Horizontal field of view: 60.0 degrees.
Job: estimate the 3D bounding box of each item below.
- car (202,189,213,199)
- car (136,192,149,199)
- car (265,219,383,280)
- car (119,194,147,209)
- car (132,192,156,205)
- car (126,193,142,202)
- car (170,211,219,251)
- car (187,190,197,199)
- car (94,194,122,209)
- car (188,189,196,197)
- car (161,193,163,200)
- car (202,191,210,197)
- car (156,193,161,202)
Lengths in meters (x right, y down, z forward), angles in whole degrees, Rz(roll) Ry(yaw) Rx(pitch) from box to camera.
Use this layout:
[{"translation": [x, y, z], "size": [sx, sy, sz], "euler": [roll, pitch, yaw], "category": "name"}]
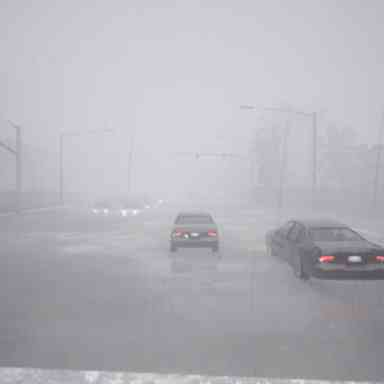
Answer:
[{"translation": [3.472, 0.380, 72.895], "size": [2.150, 2.045, 5.566], "euler": [0, 1, 0], "category": "car"}, {"translation": [-10.527, 0.752, 70.914], "size": [1.994, 1.385, 4.181], "euler": [0, 1, 0], "category": "car"}, {"translation": [3.595, 1.516, 9.857], "size": [2.033, 1.411, 5.357], "euler": [0, 0, 0], "category": "car"}, {"translation": [-7.101, 1.329, 40.333], "size": [1.994, 1.385, 4.181], "euler": [0, 1, 0], "category": "car"}, {"translation": [-7.063, 0.991, 49.008], "size": [2.097, 1.767, 4.553], "euler": [0, 1, 0], "category": "car"}, {"translation": [-10.524, 0.971, 60.933], "size": [2.033, 1.411, 5.357], "euler": [0, 1, 0], "category": "car"}, {"translation": [0.094, 1.499, 13.910], "size": [2.033, 1.411, 5.357], "euler": [0, 0, 0], "category": "car"}, {"translation": [-0.028, 0.506, 73.035], "size": [2.097, 1.767, 4.553], "euler": [0, 1, 0], "category": "car"}, {"translation": [-10.603, 1.298, 41.537], "size": [2.033, 1.411, 5.357], "euler": [0, 1, 0], "category": "car"}, {"translation": [-0.032, 0.269, 83.148], "size": [2.097, 1.767, 4.553], "euler": [0, 1, 0], "category": "car"}, {"translation": [-7.027, 0.844, 68.844], "size": [1.895, 1.301, 4.718], "euler": [0, 1, 0], "category": "car"}, {"translation": [3.468, 0.498, 83.631], "size": [1.895, 1.301, 4.718], "euler": [0, 1, 0], "category": "car"}, {"translation": [-7.023, 0.971, 58.860], "size": [1.837, 1.490, 4.892], "euler": [0, 1, 0], "category": "car"}]
